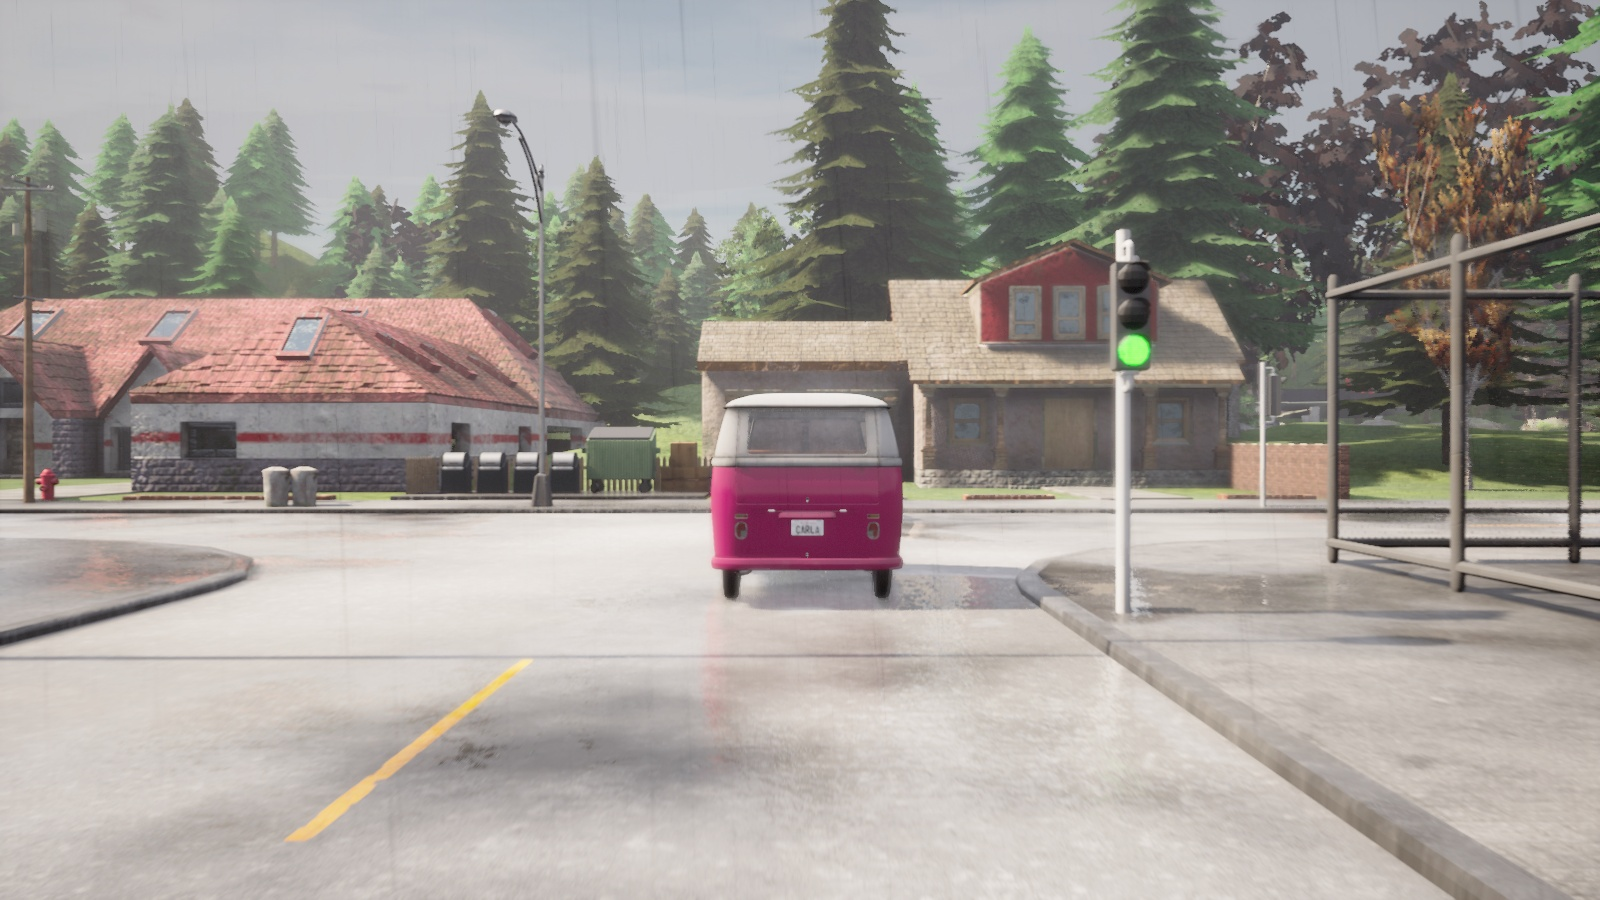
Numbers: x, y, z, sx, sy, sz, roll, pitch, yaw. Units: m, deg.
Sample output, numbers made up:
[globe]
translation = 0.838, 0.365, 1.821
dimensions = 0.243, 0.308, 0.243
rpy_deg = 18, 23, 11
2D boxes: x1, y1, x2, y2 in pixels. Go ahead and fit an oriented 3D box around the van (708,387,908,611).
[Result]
[van]
translation = 0.063, 0.424, 13.377
dimensions = 1.775, 1.987, 4.442
rpy_deg = 0, 0, 0
